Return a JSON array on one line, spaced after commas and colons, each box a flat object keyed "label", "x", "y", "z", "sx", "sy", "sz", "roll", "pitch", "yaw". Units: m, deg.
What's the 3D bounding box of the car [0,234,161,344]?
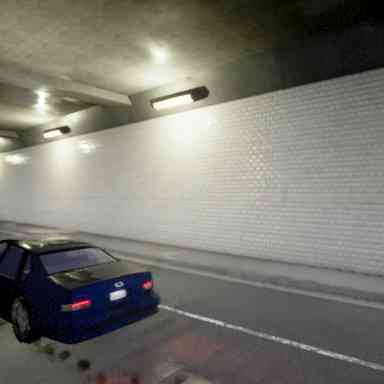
[{"label": "car", "x": -3.004, "y": 1.571, "z": 6.504, "sx": 5.357, "sy": 1.411, "sz": 2.033, "roll": 0, "pitch": 0, "yaw": 40}]
